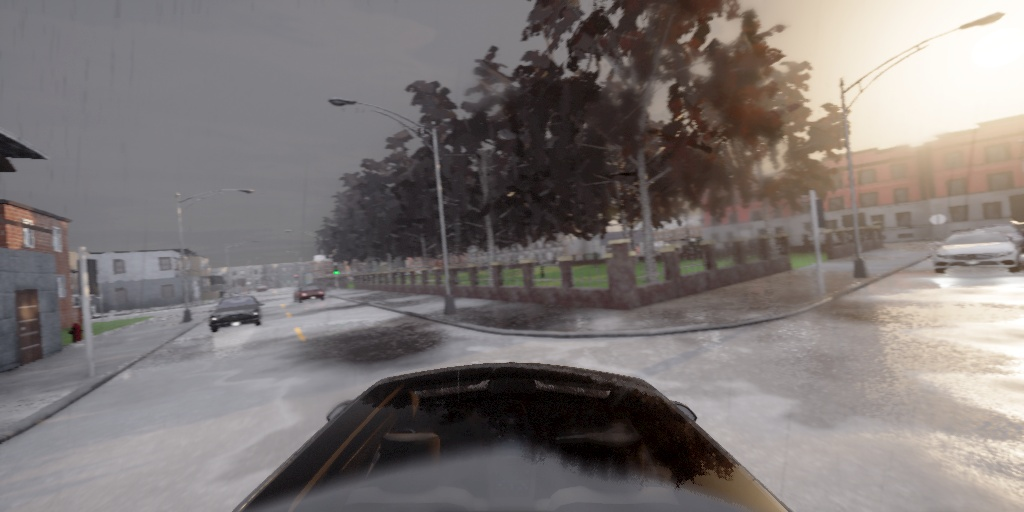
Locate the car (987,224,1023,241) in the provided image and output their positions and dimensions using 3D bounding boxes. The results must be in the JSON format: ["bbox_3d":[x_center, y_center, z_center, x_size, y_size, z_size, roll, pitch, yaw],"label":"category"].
[{"bbox_3d":[25.484,-0.918,18.911,4.674,1.442,1.812,-5,-1,-34],"label":"car"}]

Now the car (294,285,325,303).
[{"bbox_3d":[-17.567,3.239,30.961,1.895,1.301,4.718,-5,-1,-37],"label":"car"}]

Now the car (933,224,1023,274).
[{"bbox_3d":[17.400,-0.224,13.415,4.674,1.442,1.812,-5,-1,-34],"label":"car"}]

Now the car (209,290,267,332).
[{"bbox_3d":[-13.267,2.664,17.446,2.033,1.411,5.357,-5,-1,-34],"label":"car"}]
